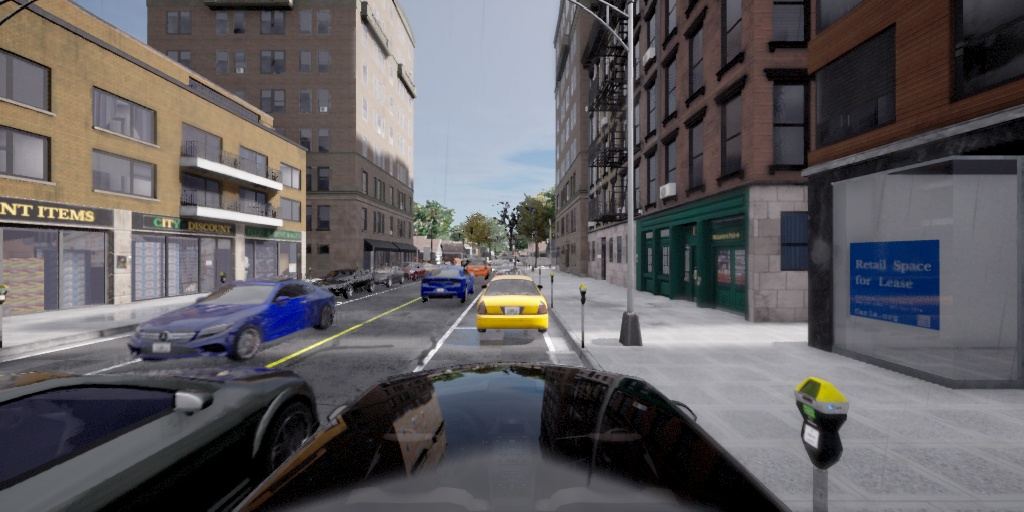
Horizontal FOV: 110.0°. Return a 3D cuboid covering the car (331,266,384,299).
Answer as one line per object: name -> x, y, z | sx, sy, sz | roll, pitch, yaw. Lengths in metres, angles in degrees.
car -> -8.408, 1.316, 18.201 | 1.948, 1.339, 4.313 | 0, 0, 0

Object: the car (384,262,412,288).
car -> -8.408, 1.303, 23.719 | 2.007, 1.370, 4.403 | 0, 0, 0

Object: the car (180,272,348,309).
car -> -5.868, 1.276, 8.334 | 1.812, 1.442, 4.674 | 0, 0, 0

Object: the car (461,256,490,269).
car -> -3.021, 1.110, 32.389 | 2.097, 1.767, 4.553 | 0, 0, 0

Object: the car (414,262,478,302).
car -> -2.920, 1.228, 17.074 | 1.882, 1.535, 5.008 | 0, 0, 0

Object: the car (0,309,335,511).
car -> -2.921, 1.314, 1.917 | 1.994, 1.385, 4.181 | 0, 0, 0

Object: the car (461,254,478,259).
car -> -5.770, 0.714, 49.841 | 2.150, 2.045, 5.566 | 0, 0, 0

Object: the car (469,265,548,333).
car -> 0.005, 1.207, 10.690 | 1.801, 1.575, 5.366 | 0, 0, 0

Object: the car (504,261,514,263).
car -> -0.383, 1.281, 29.411 | 1.751, 1.417, 4.829 | 0, 0, 0

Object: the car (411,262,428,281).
car -> -8.408, 1.195, 29.238 | 1.967, 1.591, 4.097 | 0, 0, 0

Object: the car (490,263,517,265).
car -> -0.383, 1.334, 23.722 | 1.802, 1.307, 4.207 | 0, 0, 0

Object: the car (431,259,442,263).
car -> -8.408, 1.285, 34.586 | 1.751, 1.417, 4.829 | 0, 0, 0
